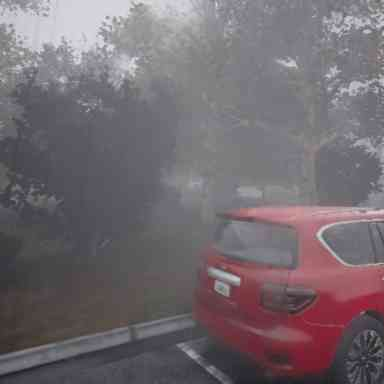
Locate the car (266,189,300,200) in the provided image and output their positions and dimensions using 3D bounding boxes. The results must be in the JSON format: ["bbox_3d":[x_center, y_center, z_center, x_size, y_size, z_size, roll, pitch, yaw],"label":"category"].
[{"bbox_3d":[10.870,0.310,39.348,2.033,1.411,5.357,2,3,-20],"label":"car"}]

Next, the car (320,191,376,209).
[{"bbox_3d":[16.194,0.777,34.921,2.033,1.411,5.357,2,2,-20],"label":"car"}]

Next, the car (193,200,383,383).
[{"bbox_3d":[2.701,1.233,5.244,5.566,2.045,2.435,0,0,-29],"label":"car"}]
